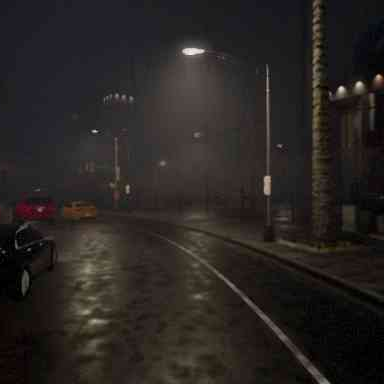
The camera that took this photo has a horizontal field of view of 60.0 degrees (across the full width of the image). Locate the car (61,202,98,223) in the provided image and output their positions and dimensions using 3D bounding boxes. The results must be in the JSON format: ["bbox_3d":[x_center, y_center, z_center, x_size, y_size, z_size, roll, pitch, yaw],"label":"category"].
[{"bbox_3d":[-8.947,1.490,26.193,1.882,1.535,5.008,0,0,-33],"label":"car"}]

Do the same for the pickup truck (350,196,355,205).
[{"bbox_3d":[14.394,0.969,25.849,6.274,2.098,2.390,0,0,-38],"label":"pickup truck"}]

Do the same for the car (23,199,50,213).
[{"bbox_3d":[-18.112,1.572,38.666,1.812,1.442,4.674,0,0,-38],"label":"car"}]

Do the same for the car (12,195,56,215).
[{"bbox_3d":[-11.241,1.251,23.526,2.150,2.045,5.566,0,0,-34],"label":"car"}]

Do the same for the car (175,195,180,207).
[{"bbox_3d":[-2.079,1.195,48.028,2.185,1.767,4.553,0,0,-38],"label":"car"}]

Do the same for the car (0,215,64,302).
[{"bbox_3d":[-4.605,1.515,8.044,1.837,1.490,4.892,0,-1,-11],"label":"car"}]
